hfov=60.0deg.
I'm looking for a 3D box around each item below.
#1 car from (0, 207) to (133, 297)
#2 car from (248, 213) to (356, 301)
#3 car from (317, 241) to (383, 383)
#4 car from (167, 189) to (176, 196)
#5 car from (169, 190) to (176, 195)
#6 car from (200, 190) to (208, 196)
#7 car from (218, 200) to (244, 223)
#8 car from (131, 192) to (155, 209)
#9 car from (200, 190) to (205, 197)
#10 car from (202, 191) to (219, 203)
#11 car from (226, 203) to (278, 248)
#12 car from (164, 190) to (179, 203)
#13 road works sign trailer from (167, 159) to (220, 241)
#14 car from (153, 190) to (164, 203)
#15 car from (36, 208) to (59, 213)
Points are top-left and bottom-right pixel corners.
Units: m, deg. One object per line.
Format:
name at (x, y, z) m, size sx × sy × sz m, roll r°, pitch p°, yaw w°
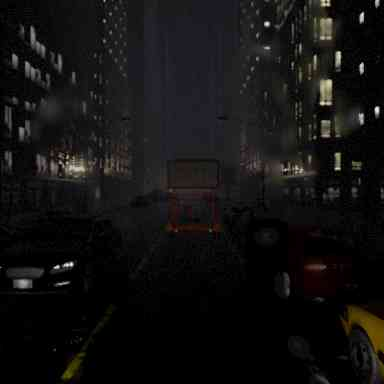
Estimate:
car at (-3.069, 1.376, 8.497) m, size 2.128 × 1.511 × 4.902 m, roll 0°, pitch 1°, yaw 0°
car at (2.724, 1.438, 7.867) m, size 1.887 × 1.381 × 4.507 m, roll 0°, pitch 1°, yaw 0°
car at (2.704, 1.492, 2.363) m, size 1.752 × 1.417 × 4.829 m, roll 0°, pitch 1°, yaw 0°
car at (-5.359, 0.145, 87.353) m, size 1.967 × 1.590 × 4.097 m, roll 1°, pitch 1°, yaw 0°
car at (-5.339, 0.139, 92.860) m, size 1.752 × 1.417 × 4.829 m, roll 1°, pitch 1°, yaw 0°
car at (3.020, 0.271, 87.306) m, size 1.947 × 1.339 × 4.313 m, roll 1°, pitch 1°, yaw 0°
car at (2.767, 1.260, 19.386) m, size 1.752 × 1.417 × 4.829 m, roll 0°, pitch 1°, yaw 0°
car at (-5.551, 1.039, 36.280) m, size 1.887 × 1.381 × 4.507 m, roll 0°, pitch 1°, yaw 0°
car at (2.914, 0.737, 58.936) m, size 1.802 × 1.307 × 4.206 m, roll 0°, pitch 1°, yaw 0°
car at (2.872, 0.892, 47.588) m, size 1.947 × 1.339 × 4.313 m, roll 0°, pitch 1°, yaw 0°
car at (2.745, 1.367, 13.541) m, size 2.008 × 1.369 × 4.403 m, roll 0°, pitch 1°, yaw 0°
car at (-2.905, 0.801, 48.779) m, size 2.128 × 1.511 × 4.902 m, roll 0°, pitch 1°, yaw 0°
road works sign trailer at (0.056, 0.254, 15.447) m, size 2.380 × 3.560 × 2.880 m, roll 0°, pitch 1°, yaw 0°
car at (-5.507, 0.767, 47.630) m, size 1.967 × 1.590 × 4.097 m, roll 0°, pitch 1°, yaw 0°
car at (-5.635, 1.367, 13.579) m, size 2.008 × 1.369 × 4.403 m, roll 0°, pitch 1°, yaw 0°
